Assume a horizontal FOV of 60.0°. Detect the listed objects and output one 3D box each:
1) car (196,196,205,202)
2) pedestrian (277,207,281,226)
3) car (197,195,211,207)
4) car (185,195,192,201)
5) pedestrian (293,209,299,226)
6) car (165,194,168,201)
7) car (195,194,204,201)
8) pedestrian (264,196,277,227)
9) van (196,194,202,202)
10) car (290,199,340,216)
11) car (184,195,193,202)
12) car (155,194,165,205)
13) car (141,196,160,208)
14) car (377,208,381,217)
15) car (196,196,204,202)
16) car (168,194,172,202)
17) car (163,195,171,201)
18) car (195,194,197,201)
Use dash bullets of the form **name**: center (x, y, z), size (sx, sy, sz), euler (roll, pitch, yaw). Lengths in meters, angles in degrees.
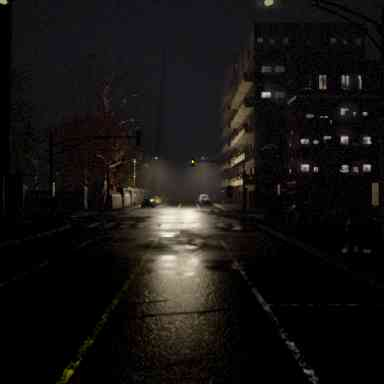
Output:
- **car**: center (1.943, 1.618, 75.751), size (2.008, 1.369, 4.403), euler (0, 0, -1)
- **pedestrian**: center (5.592, 1.523, 21.303), size (0.500, 1.100, 0.500), euler (0, 0, -1)
- **car**: center (2.167, 1.576, 53.231), size (1.887, 1.381, 4.507), euler (0, 0, -1)
- **car**: center (-0.856, 1.466, 86.707), size (1.837, 1.490, 4.892), euler (0, 0, -1)
- **pedestrian**: center (6.512, 1.529, 20.713), size (0.500, 1.100, 0.500), euler (0, 0, -1)
- **car**: center (-6.324, 1.362, 64.408), size (2.192, 1.841, 5.009), euler (0, 0, -1)
- **car**: center (1.833, 1.405, 87.011), size (2.192, 1.841, 5.009), euler (0, 0, -1)
- **pedestrian**: center (4.759, 1.142, 20.097), size (0.375, 1.860, 0.375), euler (0, 0, -1)
- **van**: center (2.112, 1.380, 58.862), size (1.690, 1.788, 3.998), euler (0, 0, -1)
- **car**: center (13.118, 1.611, 35.386), size (5.009, 1.841, 2.192), euler (1, -1, -1)
- **car**: center (-0.754, 1.606, 76.289), size (2.033, 1.411, 5.357), euler (0, 0, -1)
- **car**: center (-6.266, 1.563, 58.609), size (1.752, 1.417, 4.829), euler (0, 0, -1)
- **car**: center (-6.157, 1.590, 47.518), size (1.947, 1.339, 4.313), euler (0, 0, -1)
- **car**: center (20.941, 1.779, 32.929), size (4.553, 1.767, 2.097), euler (1, 0, -1)
- **car**: center (1.888, 1.623, 81.380), size (1.887, 1.381, 4.507), euler (0, 0, -1)
- **car**: center (-6.492, 1.518, 81.299), size (1.967, 1.590, 4.097), euler (0, 0, -1)
- **car**: center (-6.547, 1.530, 86.927), size (1.967, 1.590, 4.097), euler (0, 0, -1)
- **car**: center (2.000, 1.497, 70.121), size (1.967, 1.590, 4.097), euler (0, 0, -1)
